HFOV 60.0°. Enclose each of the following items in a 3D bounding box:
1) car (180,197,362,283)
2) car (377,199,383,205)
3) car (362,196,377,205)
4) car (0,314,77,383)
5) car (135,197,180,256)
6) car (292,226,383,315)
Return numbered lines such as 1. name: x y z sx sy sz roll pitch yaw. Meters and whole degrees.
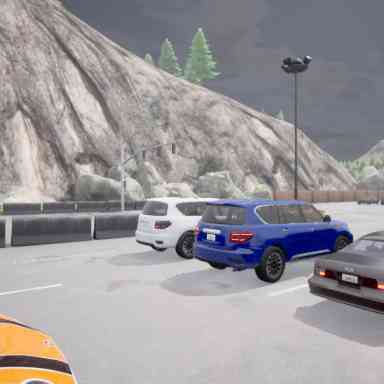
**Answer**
1. car: 2.595 1.221 9.946 5.566 2.045 2.150 0 0 -38
2. car: 31.943 1.385 53.139 4.181 1.385 1.994 0 0 -36
3. car: 29.524 1.387 55.701 4.181 1.385 1.994 0 0 -36
4. car: -2.901 1.350 1.673 4.553 1.767 2.097 0 0 -36
5. car: 0.572 1.221 12.824 5.566 2.045 2.150 0 0 -36
6. car: 4.783 1.547 7.236 5.357 1.411 2.033 0 0 -36
